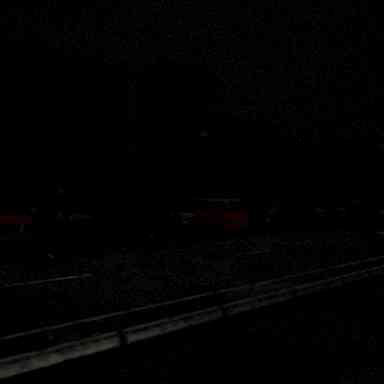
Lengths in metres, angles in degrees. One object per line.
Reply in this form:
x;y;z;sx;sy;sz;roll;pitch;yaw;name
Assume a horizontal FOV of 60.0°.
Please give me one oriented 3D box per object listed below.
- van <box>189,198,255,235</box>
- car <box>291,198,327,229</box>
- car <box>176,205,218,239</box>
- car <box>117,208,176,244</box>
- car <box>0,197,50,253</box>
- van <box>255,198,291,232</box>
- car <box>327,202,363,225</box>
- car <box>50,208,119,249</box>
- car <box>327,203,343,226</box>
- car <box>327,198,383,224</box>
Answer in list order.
1.321;1.364;19.752;1.878;1.987;4.442;1;0;-35;van
5.900;1.402;22.904;2.435;2.045;5.566;1;0;-35;car
-0.977;1.598;17.968;2.002;1.452;4.674;1;0;-35;car
-3.123;1.559;16.406;2.163;1.488;4.792;1;0;-35;car
-7.650;1.223;13.183;2.435;2.045;5.566;1;0;-35;car
3.719;1.394;21.172;1.878;1.987;4.442;1;0;-35;van
10.389;1.761;26.063;2.002;1.452;4.674;1;0;-35;car
-5.399;1.503;14.813;2.231;1.521;4.892;1;0;-35;car
8.178;1.727;24.489;2.002;1.452;4.674;1;0;-35;car
12.621;1.505;27.621;2.435;2.045;5.566;1;-1;-35;car
